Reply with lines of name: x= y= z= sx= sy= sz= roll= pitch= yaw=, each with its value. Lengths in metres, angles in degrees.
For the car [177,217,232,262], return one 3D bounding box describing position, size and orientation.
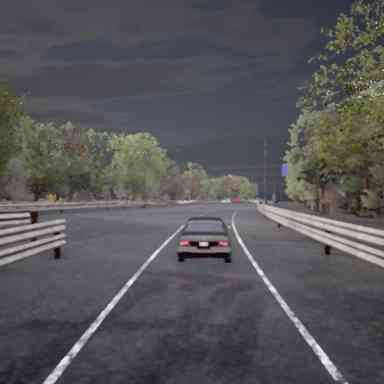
car: x=0.497 y=1.642 z=12.547 sx=2.033 sy=1.411 sz=5.357 roll=0 pitch=0 yaw=3
